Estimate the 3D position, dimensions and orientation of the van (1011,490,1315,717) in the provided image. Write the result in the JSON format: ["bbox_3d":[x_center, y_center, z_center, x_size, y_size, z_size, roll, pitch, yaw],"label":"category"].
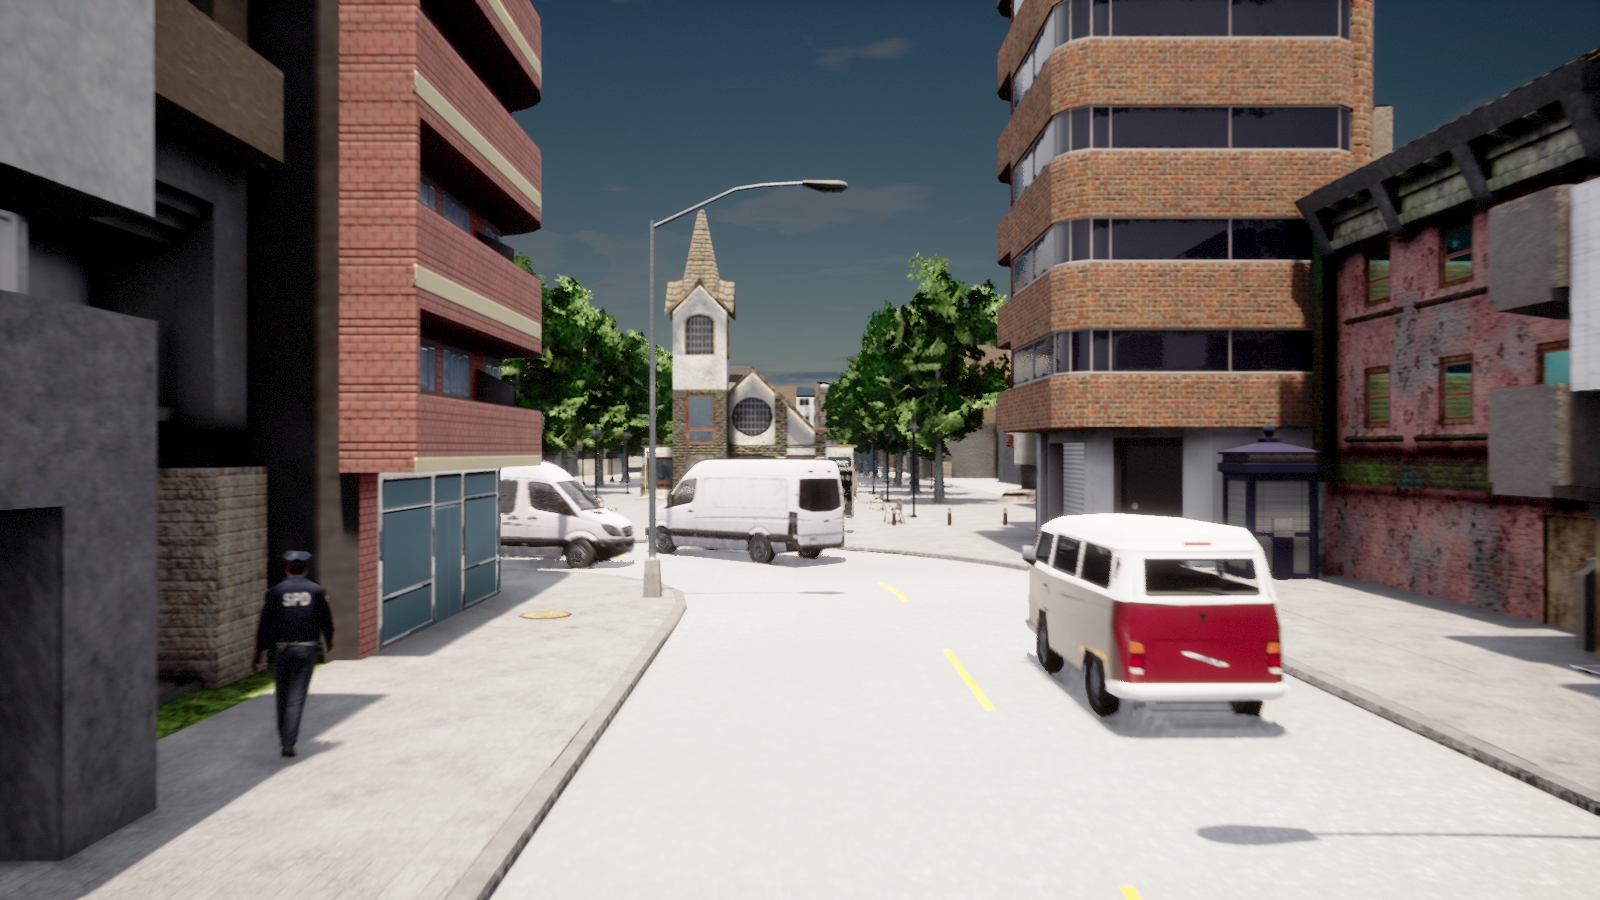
[{"bbox_3d":[3.924,1.562,13.286,2.069,2.038,4.480,0,0,-1],"label":"van"}]

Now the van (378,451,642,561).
[{"bbox_3d":[-6.983,1.315,27.835,5.915,2.561,1.988,0,0,5],"label":"van"}]

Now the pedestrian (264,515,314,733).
[{"bbox_3d":[-4.526,1.523,10.125,0.375,1.860,0.375,0,0,-20],"label":"pedestrian"}]

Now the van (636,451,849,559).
[{"bbox_3d":[-1.620,1.316,29.925,5.915,2.561,1.988,0,-1,43],"label":"van"}]
